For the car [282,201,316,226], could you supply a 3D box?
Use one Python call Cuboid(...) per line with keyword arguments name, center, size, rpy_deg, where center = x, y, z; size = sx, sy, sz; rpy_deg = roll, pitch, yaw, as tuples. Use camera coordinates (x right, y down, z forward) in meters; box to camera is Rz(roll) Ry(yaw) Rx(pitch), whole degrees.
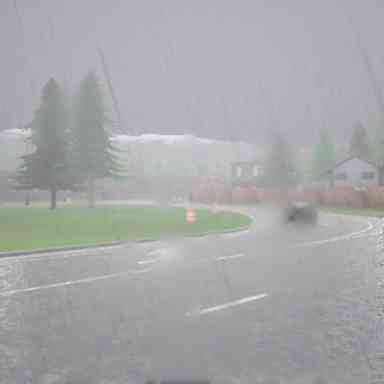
Cuboid(name="car", center=(7.060, 1.341, 22.166), size=(1.882, 1.535, 5.008), rpy_deg=(1, 0, 14))
